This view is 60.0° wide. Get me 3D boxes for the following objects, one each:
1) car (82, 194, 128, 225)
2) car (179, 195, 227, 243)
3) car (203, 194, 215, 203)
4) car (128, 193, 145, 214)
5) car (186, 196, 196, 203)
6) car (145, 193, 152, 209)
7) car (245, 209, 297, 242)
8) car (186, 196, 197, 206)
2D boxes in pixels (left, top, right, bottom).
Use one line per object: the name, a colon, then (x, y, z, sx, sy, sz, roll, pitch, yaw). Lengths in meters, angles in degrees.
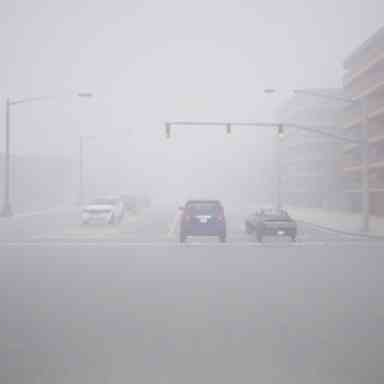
car: (-6.781, 1.345, 25.941, 2.150, 2.045, 5.566, 0, 0, -1)
car: (0.496, 1.355, 17.099, 2.150, 2.045, 5.566, 0, 0, 0)
car: (3.300, 1.234, 66.403, 2.097, 1.767, 4.553, 0, 0, -1)
car: (-6.903, 1.296, 36.328, 2.150, 2.045, 5.566, 0, 0, 0)
car: (-0.195, 1.441, 65.978, 1.994, 1.385, 4.181, 0, 0, -1)
car: (-6.963, 1.215, 46.782, 2.150, 2.045, 5.566, 0, 0, 0)
car: (3.984, 1.633, 17.359, 2.128, 1.511, 4.902, 0, 0, 0)
car: (-0.067, 1.439, 55.930, 1.837, 1.490, 4.892, 0, 0, -1)
